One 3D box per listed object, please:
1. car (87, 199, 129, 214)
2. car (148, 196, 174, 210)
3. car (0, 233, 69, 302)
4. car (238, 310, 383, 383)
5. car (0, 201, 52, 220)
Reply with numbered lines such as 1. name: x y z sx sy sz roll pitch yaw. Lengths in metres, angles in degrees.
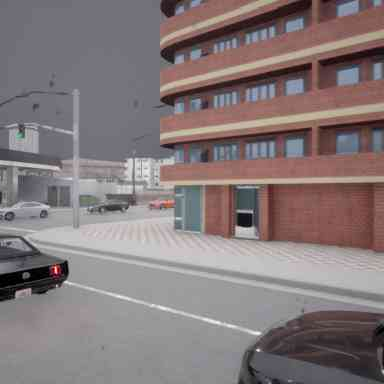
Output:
1. car: -8.915 1.509 35.602 2.128 1.511 4.902 0 0 35
2. car: -3.679 1.389 43.190 2.097 1.767 4.553 0 0 35
3. car: -4.939 1.599 7.503 4.718 1.301 1.895 0 0 36
4. car: 2.641 1.514 2.111 4.892 1.490 1.837 0 0 35
5. car: -14.142 1.523 27.958 1.812 1.442 4.674 0 0 34
